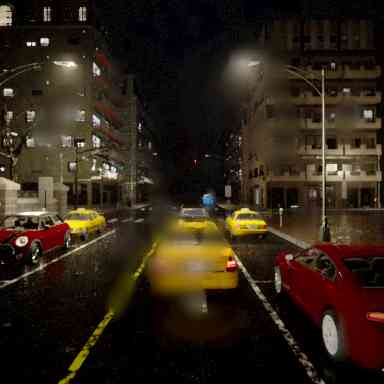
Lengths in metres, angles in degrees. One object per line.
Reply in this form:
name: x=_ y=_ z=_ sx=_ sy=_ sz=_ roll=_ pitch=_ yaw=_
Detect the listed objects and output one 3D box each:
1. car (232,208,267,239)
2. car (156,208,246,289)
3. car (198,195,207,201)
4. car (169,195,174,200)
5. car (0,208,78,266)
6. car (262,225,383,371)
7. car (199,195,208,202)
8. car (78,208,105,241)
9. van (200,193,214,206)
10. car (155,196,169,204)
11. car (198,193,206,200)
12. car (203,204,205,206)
car: x=2.688 y=1.527 z=17.159 sx=1.752 sy=1.417 sz=4.829 roll=1 pitch=0 yaw=0
car: x=0.094 y=1.458 z=9.127 sx=1.801 sy=1.575 sz=5.366 roll=0 pitch=0 yaw=0
car: x=2.651 y=1.495 z=83.336 sx=2.008 sy=1.369 sz=4.403 roll=1 pitch=0 yaw=0
car: x=-5.733 y=1.516 z=89.060 sx=1.802 sy=1.307 sz=4.206 roll=1 pitch=0 yaw=0
car: x=-5.688 y=1.442 z=11.387 sx=1.967 sy=1.590 sz=4.097 roll=1 pitch=0 yaw=0
car: x=2.694 y=1.546 z=5.755 sx=1.887 sy=1.381 sz=4.507 roll=1 pitch=0 yaw=0
car: x=2.654 y=1.503 z=77.665 sx=2.008 sy=1.369 sz=4.403 roll=1 pitch=0 yaw=0
car: x=-5.692 y=1.527 z=16.831 sx=1.752 sy=1.417 sz=4.829 roll=1 pitch=0 yaw=0
van: x=2.670 y=1.321 z=54.981 sx=1.690 sy=1.788 sz=3.998 roll=1 pitch=0 yaw=0
car: x=-5.717 y=1.556 z=60.705 sx=1.802 sy=1.307 sz=4.206 roll=1 pitch=0 yaw=0
car: x=2.651 y=1.249 z=89.007 sx=2.192 sy=1.841 sz=5.009 roll=1 pitch=0 yaw=0
car: x=0.096 y=1.603 z=19.616 sx=1.895 sy=1.301 sz=4.718 roll=0 pitch=0 yaw=0
